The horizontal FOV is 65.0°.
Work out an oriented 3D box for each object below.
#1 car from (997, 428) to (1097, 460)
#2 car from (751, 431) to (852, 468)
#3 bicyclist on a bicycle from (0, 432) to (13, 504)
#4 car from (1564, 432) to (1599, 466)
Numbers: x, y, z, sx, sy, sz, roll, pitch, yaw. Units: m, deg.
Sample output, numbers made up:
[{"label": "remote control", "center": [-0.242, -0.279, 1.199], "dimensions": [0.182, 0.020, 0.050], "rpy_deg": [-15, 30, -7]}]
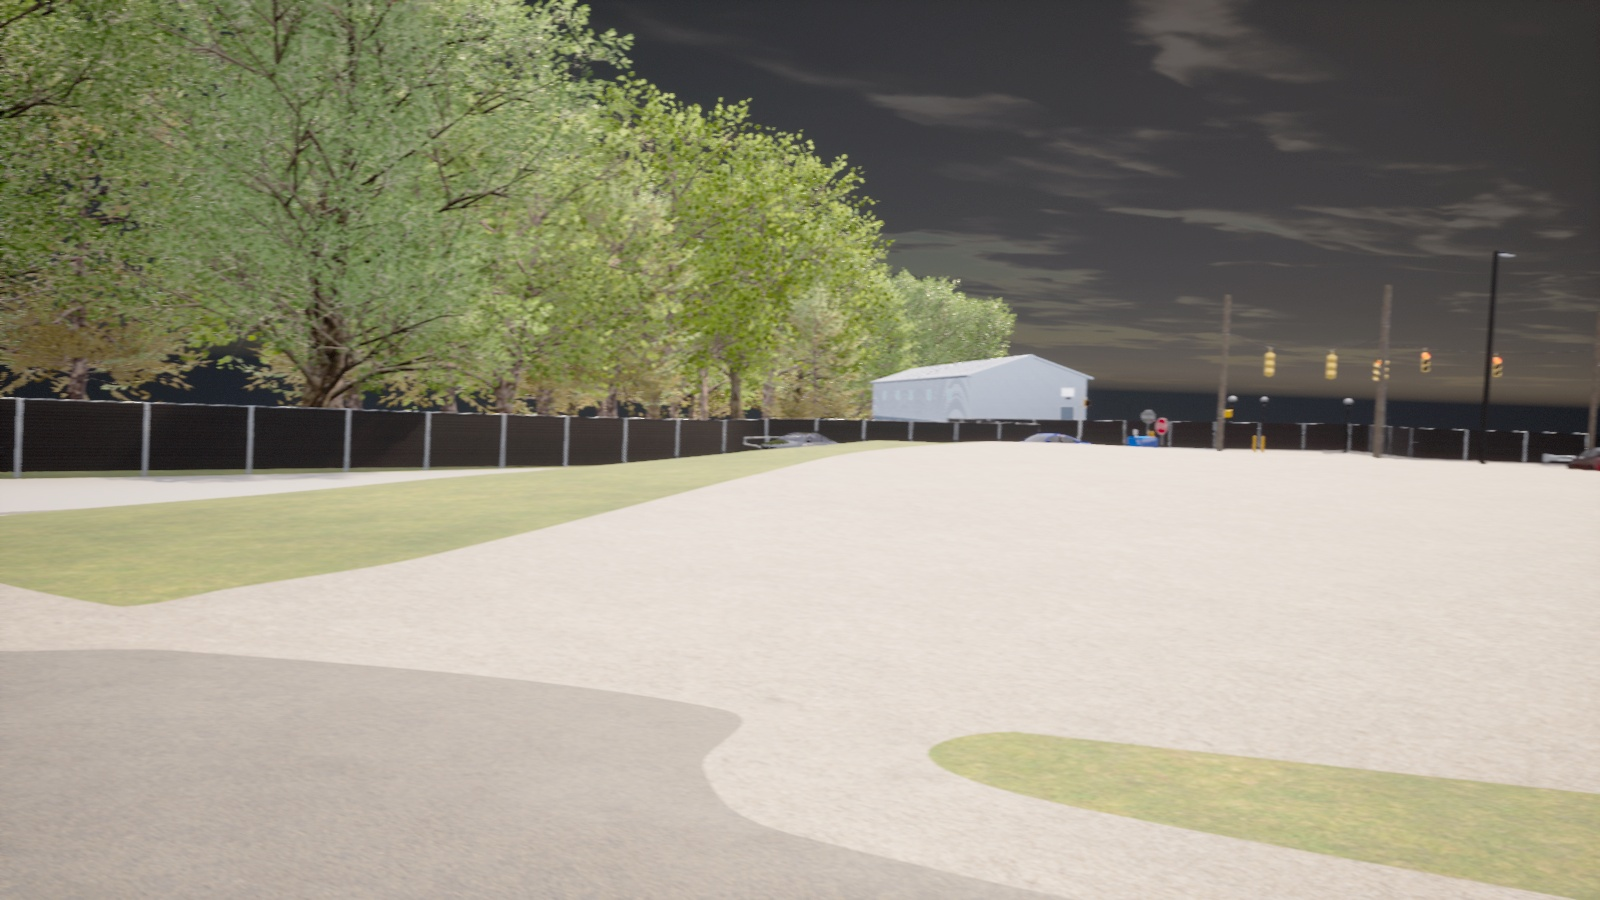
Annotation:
[{"label": "car", "center": [12.813, -0.335, 65.023], "dimensions": [5.008, 1.535, 1.882], "rpy_deg": [0, 3, -29]}, {"label": "car", "center": [0.103, -0.052, 54.530], "dimensions": [1.994, 1.385, 4.181], "rpy_deg": [4, 4, 43]}, {"label": "bicyclist on a bicycle", "center": [-18.964, 0.411, 28.603], "dimensions": [0.866, 1.612, 1.509], "rpy_deg": [3, 2, 31]}, {"label": "car", "center": [36.829, -0.013, 57.363], "dimensions": [2.007, 1.525, 4.514], "rpy_deg": [2, 0, 14]}]
